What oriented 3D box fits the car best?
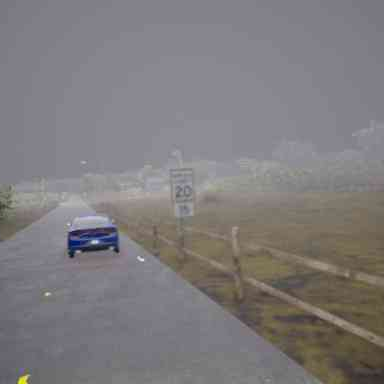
[{"bbox_3d":[-4.283,1.688,14.312,1.882,1.535,5.008,-3,0,-18],"label":"car"}]
